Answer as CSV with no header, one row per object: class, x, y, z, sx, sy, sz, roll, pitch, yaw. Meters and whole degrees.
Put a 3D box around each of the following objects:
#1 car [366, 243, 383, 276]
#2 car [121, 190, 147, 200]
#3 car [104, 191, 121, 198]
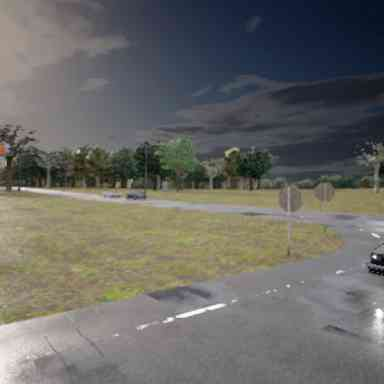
car,6.740,1.387,8.683,5.357,1.411,2.033,-2,1,-36
car,-8.942,0.499,53.347,2.128,1.511,4.902,1,1,-35
car,-14.749,0.413,61.528,1.895,1.301,4.718,1,1,-35
